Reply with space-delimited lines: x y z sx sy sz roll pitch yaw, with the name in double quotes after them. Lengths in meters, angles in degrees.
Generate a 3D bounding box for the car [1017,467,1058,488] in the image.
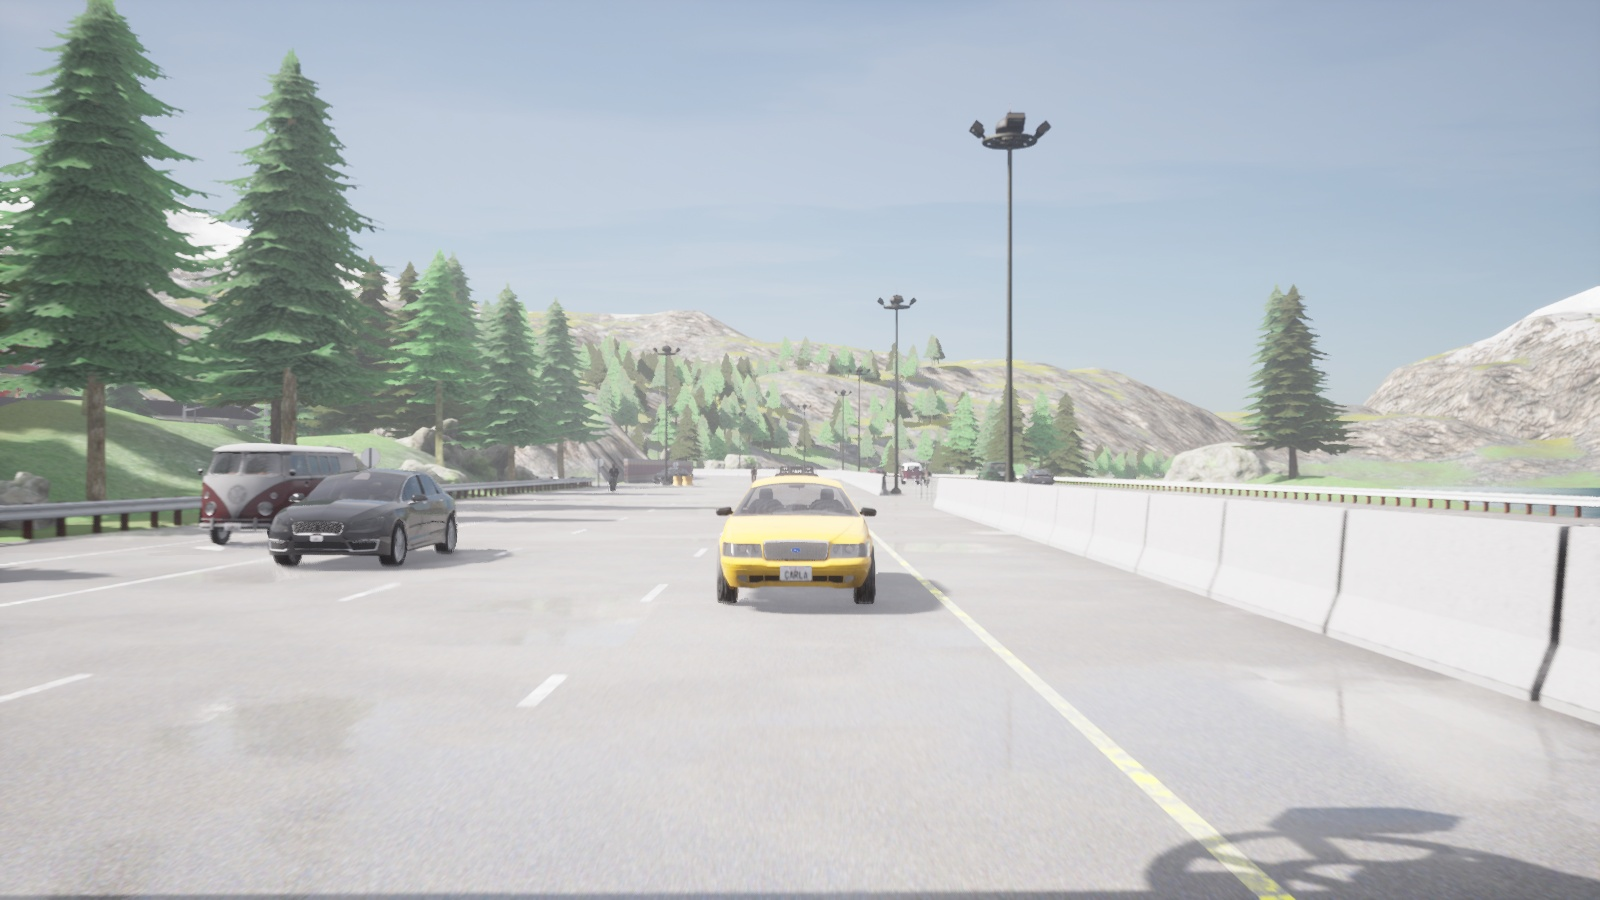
17.485 1.981 92.696 2.128 1.511 4.902 0 -1 0 "car"

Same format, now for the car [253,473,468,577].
-7.043 1.130 20.729 1.837 1.490 4.892 0 -1 0 "car"

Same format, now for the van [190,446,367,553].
-10.544 0.962 25.757 1.775 1.987 4.442 0 -1 0 "van"

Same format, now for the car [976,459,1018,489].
13.983 1.713 89.433 2.150 2.045 5.566 0 -1 0 "car"

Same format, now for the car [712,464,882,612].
-0.038 0.971 16.059 1.801 1.575 5.366 0 -1 0 "car"
